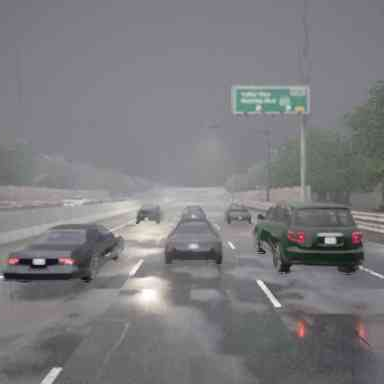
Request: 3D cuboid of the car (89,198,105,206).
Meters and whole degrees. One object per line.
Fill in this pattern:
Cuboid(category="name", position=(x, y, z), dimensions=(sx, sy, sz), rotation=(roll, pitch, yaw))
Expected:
Cuboid(category="car", position=(-20.444, 2.145, 71.801), dimensions=(1.882, 1.535, 5.008), rotation=(0, -1, 1))

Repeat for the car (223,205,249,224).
Cuboid(category="car", position=(3.634, 1.766, 27.161), dimensions=(2.128, 1.511, 4.902), rotation=(0, 0, 1))

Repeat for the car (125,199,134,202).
Cuboid(category="car", position=(-13.450, 2.190, 71.276), dimensions=(2.128, 1.511, 4.902), rotation=(0, -1, 1))

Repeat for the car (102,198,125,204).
Cuboid(category="car", position=(-13.675, 2.120, 58.025), dimensions=(1.994, 1.385, 4.181), rotation=(0, -1, 1))

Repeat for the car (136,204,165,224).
Cuboid(category="car", position=(-3.365, 1.781, 27.279), dimensions=(1.837, 1.490, 4.892), rotation=(0, 0, 1))

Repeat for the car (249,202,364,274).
Cuboid(category="car", position=(3.553, 1.346, 11.149), dimensions=(2.150, 2.045, 5.566), rotation=(0, 0, 1))

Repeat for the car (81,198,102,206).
Cuboid(category="car", position=(-17.167, 2.157, 58.017), dimensions=(1.895, 1.301, 4.718), rotation=(0, -1, 1))

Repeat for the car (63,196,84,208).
Cuboid(category="car", position=(-20.647, 1.782, 58.642), dimensions=(2.150, 2.045, 5.566), rotation=(0, -1, 1))

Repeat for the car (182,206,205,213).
Cuboid(category="car", position=(0.139, 1.841, 27.414), dimensions=(1.994, 1.385, 4.181), rotation=(0, 0, 1))

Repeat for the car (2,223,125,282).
Cuboid(category="car", position=(-3.459, 1.660, 10.084), dimensions=(2.033, 1.411, 5.357), rotation=(0, -1, 1))

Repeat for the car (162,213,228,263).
Cuboid(category="car", position=(0.072, 1.702, 12.521), dimensions=(1.994, 1.385, 4.181), rotation=(0, 0, 1))

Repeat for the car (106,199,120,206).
Cuboid(category="car", position=(-16.950, 2.166, 71.330), dimensions=(1.837, 1.490, 4.892), rotation=(0, -1, 1))
